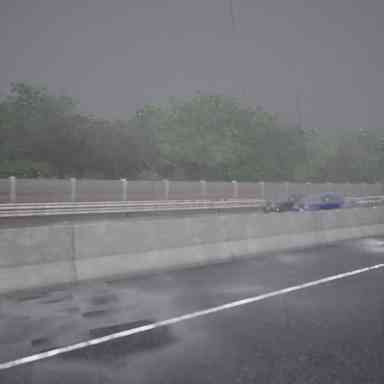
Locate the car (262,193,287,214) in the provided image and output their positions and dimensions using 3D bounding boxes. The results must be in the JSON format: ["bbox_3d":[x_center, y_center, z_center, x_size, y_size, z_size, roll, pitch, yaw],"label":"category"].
[{"bbox_3d":[9.191,1.110,31.654,5.566,2.045,2.150,0,0,-34],"label":"car"}]

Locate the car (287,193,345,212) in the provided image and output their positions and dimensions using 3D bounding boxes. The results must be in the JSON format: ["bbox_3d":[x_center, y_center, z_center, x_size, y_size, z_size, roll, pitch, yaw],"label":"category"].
[{"bbox_3d":[11.166,1.113,28.766,5.566,2.045,2.150,0,0,-34],"label":"car"}]

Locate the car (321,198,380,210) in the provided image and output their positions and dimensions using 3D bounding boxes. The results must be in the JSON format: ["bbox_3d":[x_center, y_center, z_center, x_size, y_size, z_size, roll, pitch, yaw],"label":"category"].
[{"bbox_3d":[12.655,1.444,25.550,5.357,1.411,2.033,0,0,-34],"label":"car"}]
